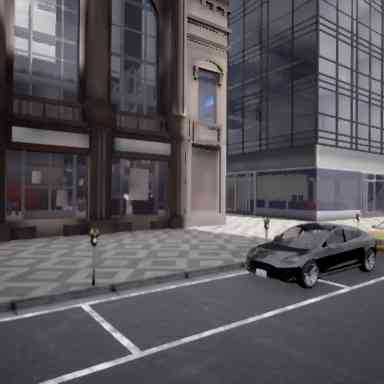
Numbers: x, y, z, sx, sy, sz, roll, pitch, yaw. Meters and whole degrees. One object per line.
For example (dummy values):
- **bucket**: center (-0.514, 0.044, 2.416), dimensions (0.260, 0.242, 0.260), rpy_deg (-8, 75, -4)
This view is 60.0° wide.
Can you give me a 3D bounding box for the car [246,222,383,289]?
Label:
- **car**: center (3.434, 1.564, 9.205), dimensions (4.313, 1.339, 1.947), rpy_deg (0, 1, -35)
